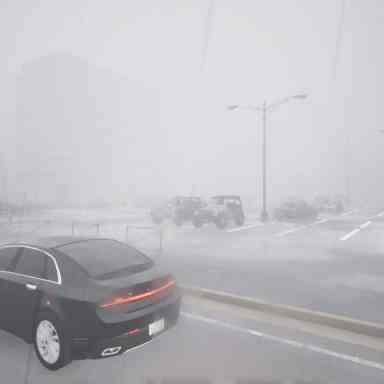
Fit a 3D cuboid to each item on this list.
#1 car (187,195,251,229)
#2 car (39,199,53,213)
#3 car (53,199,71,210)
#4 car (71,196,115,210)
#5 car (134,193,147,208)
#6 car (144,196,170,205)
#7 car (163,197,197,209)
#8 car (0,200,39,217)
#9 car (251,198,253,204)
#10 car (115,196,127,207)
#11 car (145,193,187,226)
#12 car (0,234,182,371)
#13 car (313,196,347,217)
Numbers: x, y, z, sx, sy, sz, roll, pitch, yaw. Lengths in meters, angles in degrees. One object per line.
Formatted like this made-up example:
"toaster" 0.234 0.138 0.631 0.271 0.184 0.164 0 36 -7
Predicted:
"car" 1.732 1.156 20.212 1.905 1.878 3.866 0 0 34
"car" -17.472 1.601 34.738 1.895 1.301 4.718 0 0 34
"car" -17.144 1.547 41.492 2.033 1.411 5.357 0 0 34
"car" -12.470 1.526 42.149 1.812 1.442 4.674 0 0 34
"car" -5.317 1.352 46.163 2.097 1.767 4.553 0 0 34
"car" -6.028 1.526 57.920 1.812 1.442 4.674 0 0 35
"car" -1.616 1.491 45.392 2.128 1.511 4.902 0 0 34
"car" -16.655 1.491 29.292 2.128 1.511 4.902 0 0 34
"car" 9.870 1.505 62.456 1.837 1.490 4.892 0 0 34
"car" -11.807 1.352 49.410 2.097 1.767 4.553 0 0 34
"car" -0.632 1.153 21.882 1.932 1.855 4.605 0 0 34
"car" -2.429 1.505 5.733 4.892 1.490 1.837 0 0 36
"car" 13.779 1.395 33.146 1.970 1.475 3.806 0 0 34
